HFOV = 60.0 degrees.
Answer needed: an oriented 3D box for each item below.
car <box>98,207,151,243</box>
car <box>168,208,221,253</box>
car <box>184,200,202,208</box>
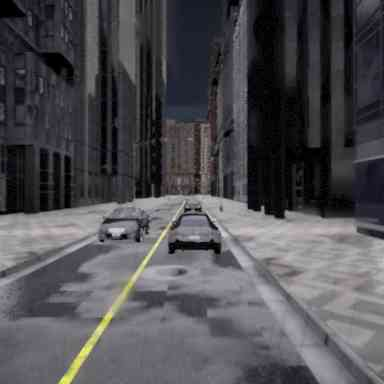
[{"bbox_3d":[-3.105,1.485,16.097,2.128,1.511,4.902,0,0,0],"label":"car"},{"bbox_3d":[0.094,1.561,13.665,1.994,1.385,4.181,0,0,0],"label":"car"},{"bbox_3d":[0.087,1.549,36.610,1.895,1.301,4.718,0,0,0],"label":"car"}]
